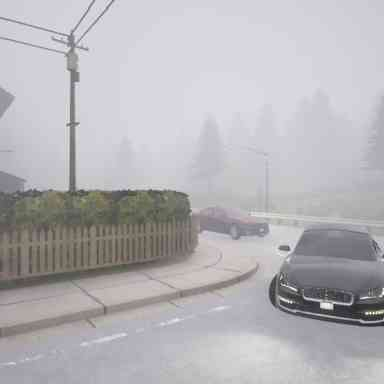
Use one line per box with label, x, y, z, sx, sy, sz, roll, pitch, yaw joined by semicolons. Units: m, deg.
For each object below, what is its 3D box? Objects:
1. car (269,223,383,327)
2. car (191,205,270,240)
car;3.159;1.505;7.298;1.837;1.490;4.892;0;0;27
car;1.861;1.477;17.434;1.882;1.535;5.008;0;0;-33
